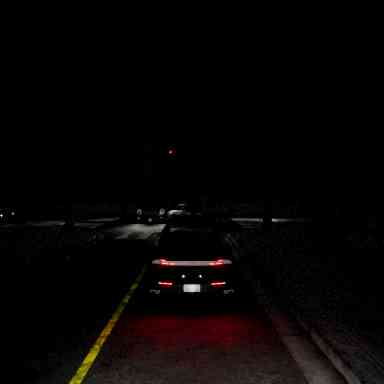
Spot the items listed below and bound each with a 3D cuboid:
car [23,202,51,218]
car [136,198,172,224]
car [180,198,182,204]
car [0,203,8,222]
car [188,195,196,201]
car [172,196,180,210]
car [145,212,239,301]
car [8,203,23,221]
[{"bbox_3d":[-14.769,1.581,29.496,4.313,1.339,1.947,0,0,0],"label":"car"},{"bbox_3d":[-2.855,1.345,24.882,2.097,1.767,4.553,0,0,0],"label":"car"},{"bbox_3d":[-2.832,1.475,60.979,1.812,1.442,4.674,0,0,0],"label":"car"},{"bbox_3d":[-14.773,1.540,21.469,4.313,1.339,1.947,0,0,0],"label":"car"},{"bbox_3d":[-0.013,1.451,81.346,1.812,1.442,4.674,0,0,0],"label":"car"},{"bbox_3d":[-2.858,1.538,41.772,1.994,1.385,4.181,0,0,0],"label":"car"},{"bbox_3d":[0.000,1.492,8.323,2.128,1.511,4.902,0,0,0],"label":"car"},{"bbox_3d":[-15.688,1.209,24.011,5.566,2.045,2.150,0,0,0],"label":"car"}]
